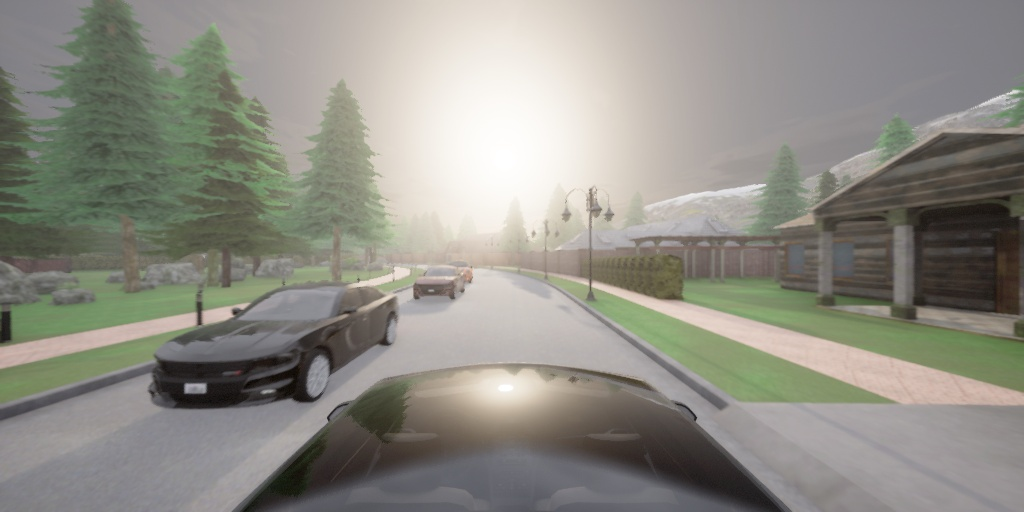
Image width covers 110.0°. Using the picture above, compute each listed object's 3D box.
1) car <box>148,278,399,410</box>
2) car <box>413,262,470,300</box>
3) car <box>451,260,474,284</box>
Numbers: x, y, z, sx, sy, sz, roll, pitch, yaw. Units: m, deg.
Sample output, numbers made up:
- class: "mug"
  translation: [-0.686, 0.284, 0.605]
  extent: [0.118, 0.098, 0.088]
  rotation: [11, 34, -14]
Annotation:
- class: "car"
  translation: [-3.611, 1.230, 6.583]
  extent: [1.882, 1.535, 5.008]
  rotation: [0, 0, 0]
- class: "car"
  translation: [-3.512, 1.229, 18.062]
  extent: [1.882, 1.535, 5.008]
  rotation: [0, 0, 0]
- class: "car"
  translation: [-4.015, 1.104, 27.159]
  extent: [2.097, 1.767, 4.553]
  rotation: [0, 0, -4]
